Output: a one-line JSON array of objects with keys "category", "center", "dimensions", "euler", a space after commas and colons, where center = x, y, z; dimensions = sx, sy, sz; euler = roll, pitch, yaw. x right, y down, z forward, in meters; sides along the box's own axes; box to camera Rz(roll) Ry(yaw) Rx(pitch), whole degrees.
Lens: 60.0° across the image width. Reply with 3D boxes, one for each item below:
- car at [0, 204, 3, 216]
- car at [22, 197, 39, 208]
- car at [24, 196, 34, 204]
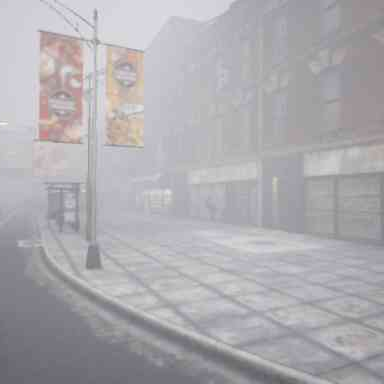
[{"category": "car", "center": [-19.681, 1.543, 32.332], "dimensions": [2.097, 1.767, 4.553], "euler": [1, -1, -26]}, {"category": "car", "center": [-35.088, 1.951, 71.300], "dimensions": [2.231, 1.521, 4.892], "euler": [1, -1, -16]}, {"category": "car", "center": [-39.729, 1.889, 81.025], "dimensions": [2.185, 1.767, 4.553], "euler": [1, -1, -26]}]
